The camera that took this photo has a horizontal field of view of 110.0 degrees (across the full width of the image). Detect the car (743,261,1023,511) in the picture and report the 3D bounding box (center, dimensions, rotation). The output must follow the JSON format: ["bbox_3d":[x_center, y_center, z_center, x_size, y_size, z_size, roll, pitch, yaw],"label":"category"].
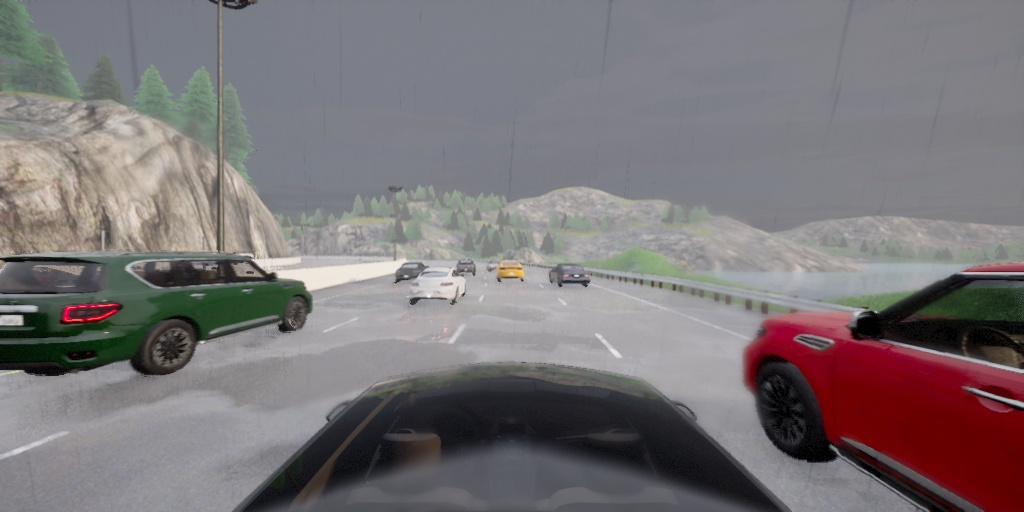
[{"bbox_3d":[3.657,0.977,1.780,2.150,2.045,5.566,0,1,3],"label":"car"}]

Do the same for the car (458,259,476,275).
[{"bbox_3d":[-4.570,1.080,35.507,2.128,1.511,4.902,0,0,-7],"label":"car"}]

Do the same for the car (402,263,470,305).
[{"bbox_3d":[-3.114,1.208,15.574,1.812,1.442,4.674,0,0,-1],"label":"car"}]

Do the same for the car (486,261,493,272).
[{"bbox_3d":[-1.959,1.161,42.104,1.895,1.301,4.718,0,0,-9],"label":"car"}]

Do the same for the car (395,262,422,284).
[{"bbox_3d":[-7.096,1.157,25.748,1.812,1.442,4.674,0,0,-4],"label":"car"}]

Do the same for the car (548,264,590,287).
[{"bbox_3d":[3.603,1.201,23.318,2.033,1.411,5.357,0,0,-3],"label":"car"}]

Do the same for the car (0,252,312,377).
[{"bbox_3d":[-6.619,0.939,7.479,2.150,2.045,5.566,0,0,2],"label":"car"}]

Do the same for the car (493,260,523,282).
[{"bbox_3d":[-0.244,1.107,27.802,1.882,1.535,5.008,0,0,-5],"label":"car"}]

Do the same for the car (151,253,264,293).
[{"bbox_3d":[-17.497,0.865,21.116,2.150,2.045,5.566,0,0,-3],"label":"car"}]
